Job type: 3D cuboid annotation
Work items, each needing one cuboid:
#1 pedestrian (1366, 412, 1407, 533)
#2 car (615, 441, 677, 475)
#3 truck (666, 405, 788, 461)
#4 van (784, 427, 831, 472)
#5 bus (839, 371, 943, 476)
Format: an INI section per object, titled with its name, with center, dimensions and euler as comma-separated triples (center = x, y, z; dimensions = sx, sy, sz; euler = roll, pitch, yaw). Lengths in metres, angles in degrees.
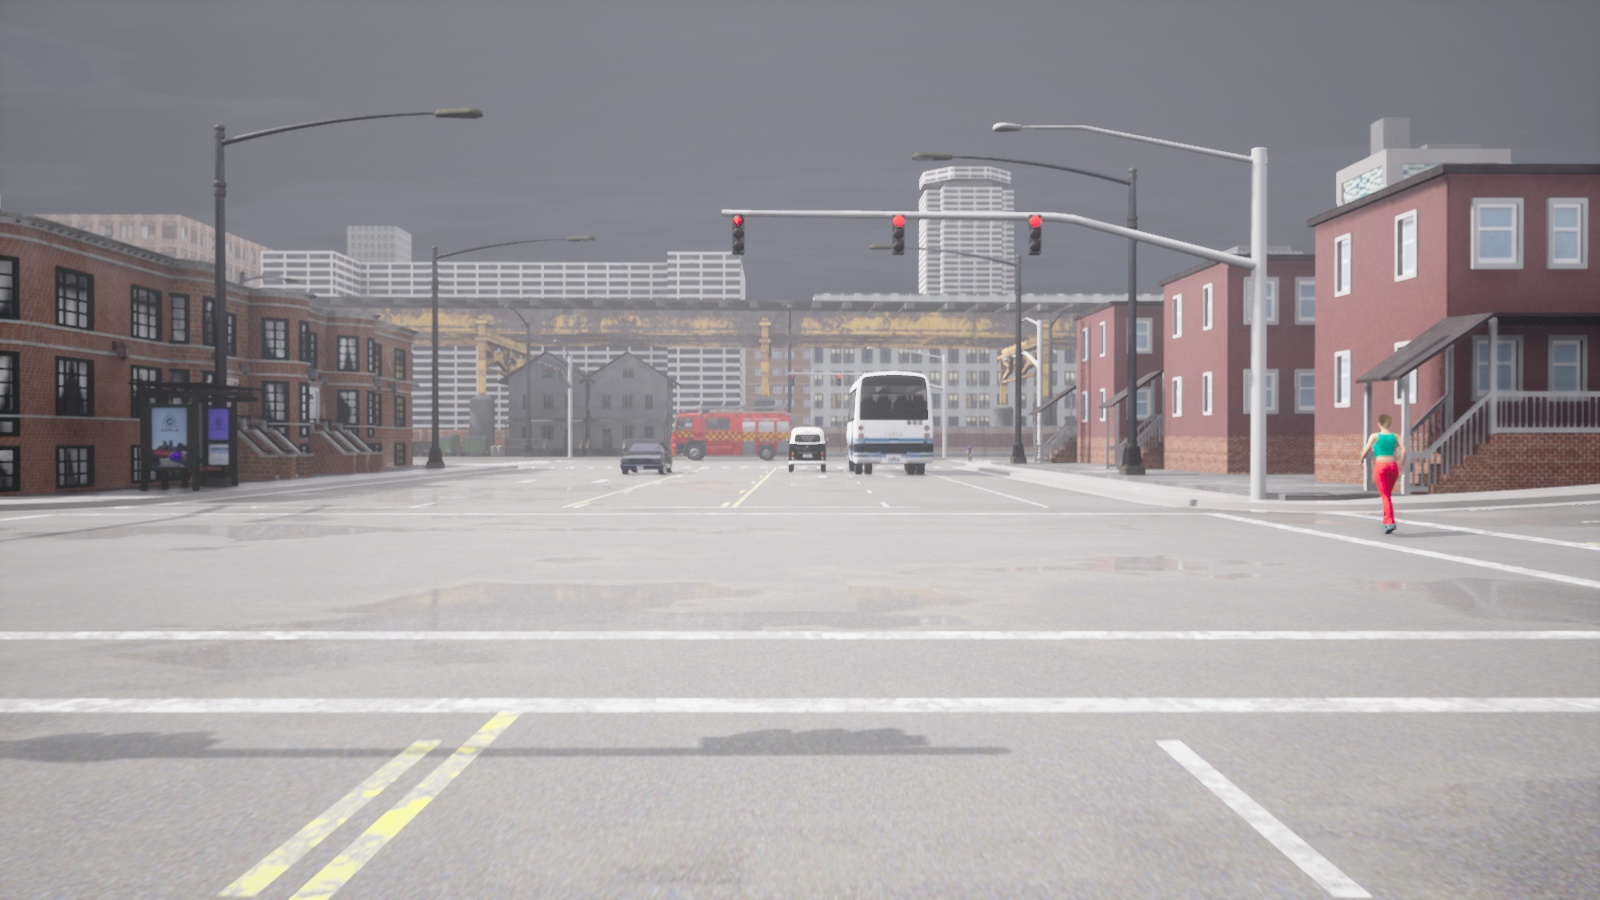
[pedestrian]
center = 9.074, 0.338, 19.433
dimensions = 0.345, 1.836, 0.594
euler = 0, 1, 1
[car]
center = -6.676, 0.307, 55.008
dimensions = 2.033, 1.411, 5.357
euler = 0, 1, 0
[truck]
center = -5.092, -1.199, 88.663
dimensions = 8.468, 3.827, 2.891
euler = 0, 1, 0
[van]
center = 0.346, -0.042, 58.447
dimensions = 2.069, 2.038, 4.480
euler = 0, 1, 0
[bus]
center = 3.834, -1.118, 56.085
dimensions = 3.944, 4.253, 10.273
euler = 0, 1, 0
